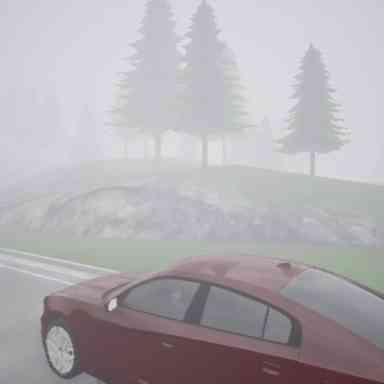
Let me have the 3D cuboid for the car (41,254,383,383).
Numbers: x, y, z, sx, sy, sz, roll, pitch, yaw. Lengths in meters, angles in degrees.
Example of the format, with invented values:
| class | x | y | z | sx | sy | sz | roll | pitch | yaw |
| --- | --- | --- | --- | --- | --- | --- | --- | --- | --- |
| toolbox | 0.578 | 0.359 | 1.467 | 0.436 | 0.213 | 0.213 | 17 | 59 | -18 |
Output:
| class | x | y | z | sx | sy | sz | roll | pitch | yaw |
| --- | --- | --- | --- | --- | --- | --- | --- | --- | --- |
| car | 0.257 | 1.478 | 3.810 | 5.008 | 1.535 | 1.882 | 0 | 0 | 35 |
